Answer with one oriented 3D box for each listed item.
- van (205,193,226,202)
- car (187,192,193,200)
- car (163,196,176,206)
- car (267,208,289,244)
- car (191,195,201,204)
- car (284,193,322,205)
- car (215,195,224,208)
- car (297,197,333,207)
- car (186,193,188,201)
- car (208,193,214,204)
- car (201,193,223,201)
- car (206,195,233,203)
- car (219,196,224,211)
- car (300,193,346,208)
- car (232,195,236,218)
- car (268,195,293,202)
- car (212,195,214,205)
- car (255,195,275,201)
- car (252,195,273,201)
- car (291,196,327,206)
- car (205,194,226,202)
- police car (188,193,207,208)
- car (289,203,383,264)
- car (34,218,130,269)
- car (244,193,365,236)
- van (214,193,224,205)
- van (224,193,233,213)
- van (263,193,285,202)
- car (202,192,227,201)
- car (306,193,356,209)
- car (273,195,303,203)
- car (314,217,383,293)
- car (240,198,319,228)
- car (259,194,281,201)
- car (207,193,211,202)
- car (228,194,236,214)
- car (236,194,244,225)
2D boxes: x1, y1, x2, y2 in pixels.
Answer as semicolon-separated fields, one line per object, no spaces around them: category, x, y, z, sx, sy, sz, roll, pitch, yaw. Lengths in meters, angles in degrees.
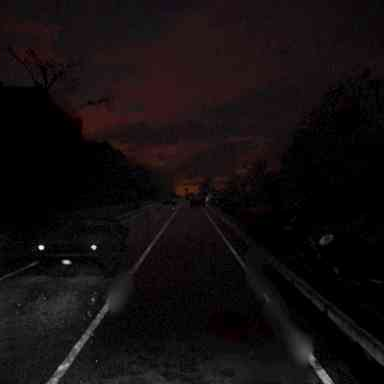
van;5.108;1.154;71.907;4.442;1.987;1.878;0;0;0
car;0.682;1.255;56.568;2.097;1.767;4.553;0;0;0
car;-3.594;1.381;54.200;1.882;1.535;5.008;0;0;0
car;5.606;1.507;13.042;4.674;1.452;2.002;0;0;0
car;0.651;1.412;62.608;1.837;1.490;4.892;0;0;0
car;18.382;1.121;55.345;5.566;2.045;2.435;0;0;0
car;5.414;1.433;38.271;4.792;1.488;2.163;0;0;0
car;18.444;1.418;49.898;4.674;1.452;2.002;0;0;0
car;-0.411;1.443;79.371;1.994;1.385;4.181;0;0;0
car;5.364;1.376;49.481;5.008;1.535;2.097;0;0;0
car;5.179;1.166;85.923;5.566;2.045;2.435;0;0;0
car;5.272;1.374;63.497;5.008;1.535;2.097;0;0;0
car;5.474;1.417;32.665;5.008;1.535;2.097;0;0;0
car;18.436;1.132;46.990;5.566;2.045;2.435;0;0;0
car;5.503;1.313;24.255;4.553;1.767;2.185;0;0;0
car;18.318;1.420;69.270;4.674;1.452;2.002;0;0;0
car;5.435;1.418;43.878;4.792;1.488;2.163;0;0;0
car;18.246;1.446;83.190;4.674;1.452;2.002;0;0;0
car;18.235;1.418;85.977;5.008;1.535;2.097;0;0;0
car;18.423;1.375;52.559;5.008;1.535;2.097;0;0;0
car;5.176;1.257;74.711;4.553;1.767;2.185;0;0;0
police car;0.734;1.338;46.688;1.930;1.638;5.238;0;0;0
car;5.658;1.348;10.239;4.553;1.767;2.185;0;0;0
car;-3.407;1.591;11.226;1.895;1.301;4.718;0;0;0
car;5.562;1.209;15.845;5.566;2.045;2.435;0;0;0
van;5.308;1.170;41.073;4.442;1.987;1.878;0;0;0
van;5.381;1.199;29.860;4.442;1.987;1.878;0;0;0
van;18.403;1.158;74.843;4.442;1.987;1.878;0;0;0
car;5.221;1.136;77.513;5.566;2.045;2.435;0;0;0
car;18.454;1.138;44.328;5.566;2.045;2.435;0;0;0
car;18.350;1.376;63.698;5.008;1.535;2.097;0;0;0
car;5.639;1.482;7.436;4.892;1.521;2.231;0;0;0
car;5.522;1.320;21.451;4.553;1.767;2.185;0;0;0
car;18.241;1.263;77.622;4.553;1.767;2.185;0;0;0
car;5.309;1.372;57.886;4.892;1.521;2.231;0;0;0
car;5.548;1.306;27.058;4.553;1.767;2.185;0;0;0
car;5.543;1.201;18.648;5.566;2.045;2.435;0;0;0
